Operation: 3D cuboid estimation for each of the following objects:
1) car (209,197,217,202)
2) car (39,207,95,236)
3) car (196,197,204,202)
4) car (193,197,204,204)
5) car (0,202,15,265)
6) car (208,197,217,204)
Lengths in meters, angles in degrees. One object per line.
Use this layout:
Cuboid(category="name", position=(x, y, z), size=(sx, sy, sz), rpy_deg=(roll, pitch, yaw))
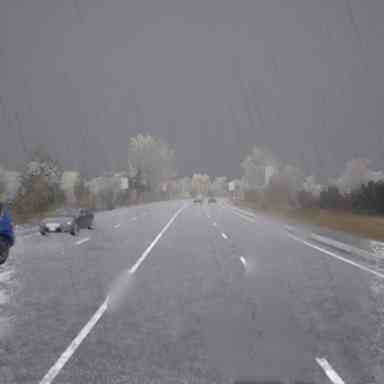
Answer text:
Cuboid(category="car", position=(5.715, 2.061, 90.611), size=(1.895, 1.301, 4.718), rpy_deg=(0, 0, 6))
Cuboid(category="car", position=(-7.074, 1.622, 19.330), size=(2.128, 1.511, 4.902), rpy_deg=(0, 0, 0))
Cuboid(category="car", position=(2.189, 1.998, 90.494), size=(1.994, 1.385, 4.181), rpy_deg=(0, 0, 6))
Cuboid(category="car", position=(1.399, 2.130, 80.613), size=(1.895, 1.301, 4.718), rpy_deg=(0, 0, 4))
Cuboid(category="car", position=(-7.092, 1.283, 9.056), size=(2.150, 2.045, 5.566), rpy_deg=(0, 0, 0))
Cuboid(category="car", position=(4.891, 2.035, 80.383), size=(1.837, 1.490, 4.892), rpy_deg=(0, 0, 4))
